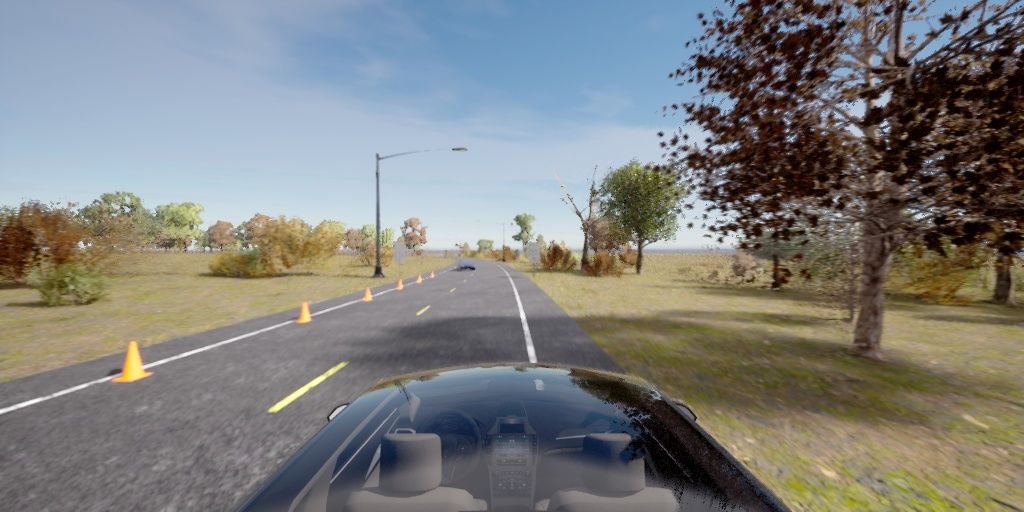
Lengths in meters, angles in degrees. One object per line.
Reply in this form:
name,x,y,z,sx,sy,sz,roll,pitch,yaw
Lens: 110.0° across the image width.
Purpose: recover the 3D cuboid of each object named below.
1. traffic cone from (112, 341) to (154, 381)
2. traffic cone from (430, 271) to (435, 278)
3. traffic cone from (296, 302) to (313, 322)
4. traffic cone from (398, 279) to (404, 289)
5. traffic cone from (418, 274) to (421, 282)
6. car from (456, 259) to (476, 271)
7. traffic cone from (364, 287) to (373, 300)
traffic cone,-6.242,1.707,5.913,0.340,0.580,0.340,0,0,0
traffic cone,-6.849,1.573,30.783,0.340,0.580,0.340,0,0,-3
traffic cone,-6.287,1.680,10.890,0.340,0.580,0.340,0,0,-1
traffic cone,-6.490,1.626,20.838,0.340,0.580,0.340,0,0,-2
traffic cone,-6.649,1.600,25.811,0.340,0.580,0.340,0,0,-2
car,-5.770,1.086,44.389,2.033,1.411,5.357,0,0,-15
traffic cone,-6.368,1.653,15.864,0.340,0.580,0.340,0,0,-1
